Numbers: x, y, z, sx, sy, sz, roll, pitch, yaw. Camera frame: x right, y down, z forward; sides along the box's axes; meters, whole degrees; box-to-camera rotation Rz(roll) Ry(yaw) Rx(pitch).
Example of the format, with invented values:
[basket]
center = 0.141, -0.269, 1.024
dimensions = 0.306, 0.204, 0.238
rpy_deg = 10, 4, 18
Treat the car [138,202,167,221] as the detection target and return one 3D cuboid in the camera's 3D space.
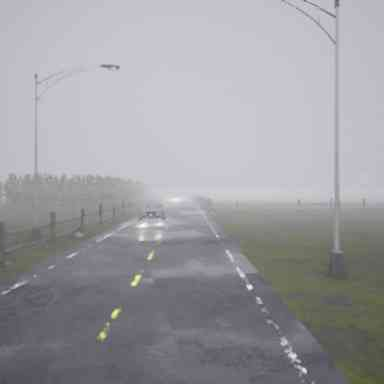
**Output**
[car]
center = -3.029, 1.483, 26.390
dimensions = 1.994, 1.385, 4.181
rpy_deg = 0, 0, -1
